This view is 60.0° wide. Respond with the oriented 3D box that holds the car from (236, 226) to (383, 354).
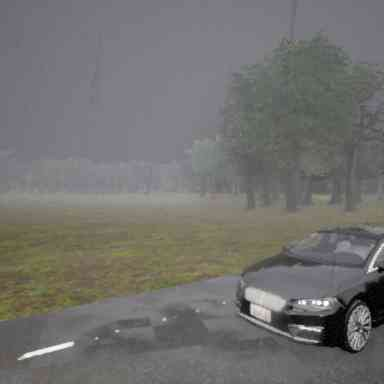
[{"bbox_3d":[2.955,1.426,6.093,4.902,1.511,2.128,0,1,-36],"label":"car"}]
